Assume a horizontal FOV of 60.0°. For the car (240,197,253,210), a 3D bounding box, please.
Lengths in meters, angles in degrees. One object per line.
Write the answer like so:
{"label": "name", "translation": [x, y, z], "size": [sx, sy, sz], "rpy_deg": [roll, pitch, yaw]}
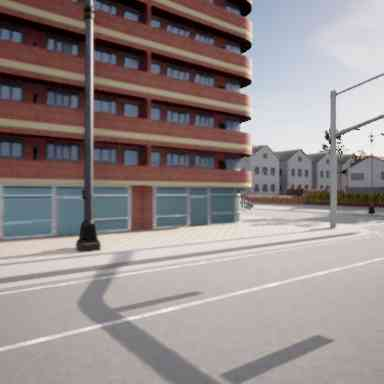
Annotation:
{"label": "car", "translation": [5.869, 1.390, 43.396], "size": [2.097, 1.767, 4.553], "rpy_deg": [0, 0, -35]}
